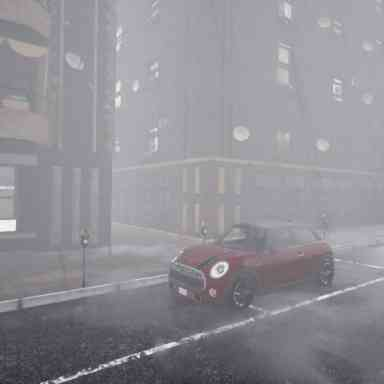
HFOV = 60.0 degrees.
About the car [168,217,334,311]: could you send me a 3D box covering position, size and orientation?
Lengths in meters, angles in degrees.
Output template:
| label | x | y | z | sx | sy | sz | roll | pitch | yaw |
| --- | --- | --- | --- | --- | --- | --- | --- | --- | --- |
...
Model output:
| label | x | y | z | sx | sy | sz | roll | pitch | yaw |
| --- | --- | --- | --- | --- | --- | --- | --- | --- | --- |
| car | 1.446 | 1.442 | 7.734 | 4.097 | 1.590 | 1.967 | 0 | 1 | -35 |
